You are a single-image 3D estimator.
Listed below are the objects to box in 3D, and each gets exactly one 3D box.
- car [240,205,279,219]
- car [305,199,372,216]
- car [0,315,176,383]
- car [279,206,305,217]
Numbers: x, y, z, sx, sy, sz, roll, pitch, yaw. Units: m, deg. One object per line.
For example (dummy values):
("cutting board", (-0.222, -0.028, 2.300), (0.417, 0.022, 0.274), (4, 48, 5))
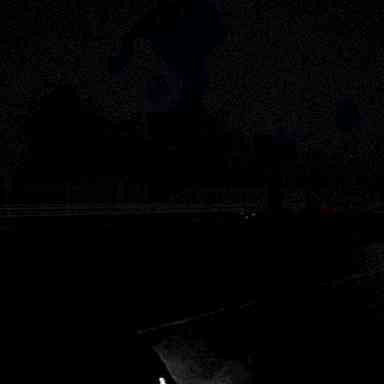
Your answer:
("car", (6.898, 1.863, 30.440), (5.357, 1.411, 2.033), (1, -1, -36))
("car", (11.317, 1.543, 24.992), (5.566, 2.045, 2.150), (1, -1, -36))
("car", (-2.111, 1.557, 2.238), (4.181, 1.385, 1.994), (1, -1, -36))
("car", (10.253, 1.885, 28.532), (5.357, 1.411, 2.033), (1, -1, -36))
